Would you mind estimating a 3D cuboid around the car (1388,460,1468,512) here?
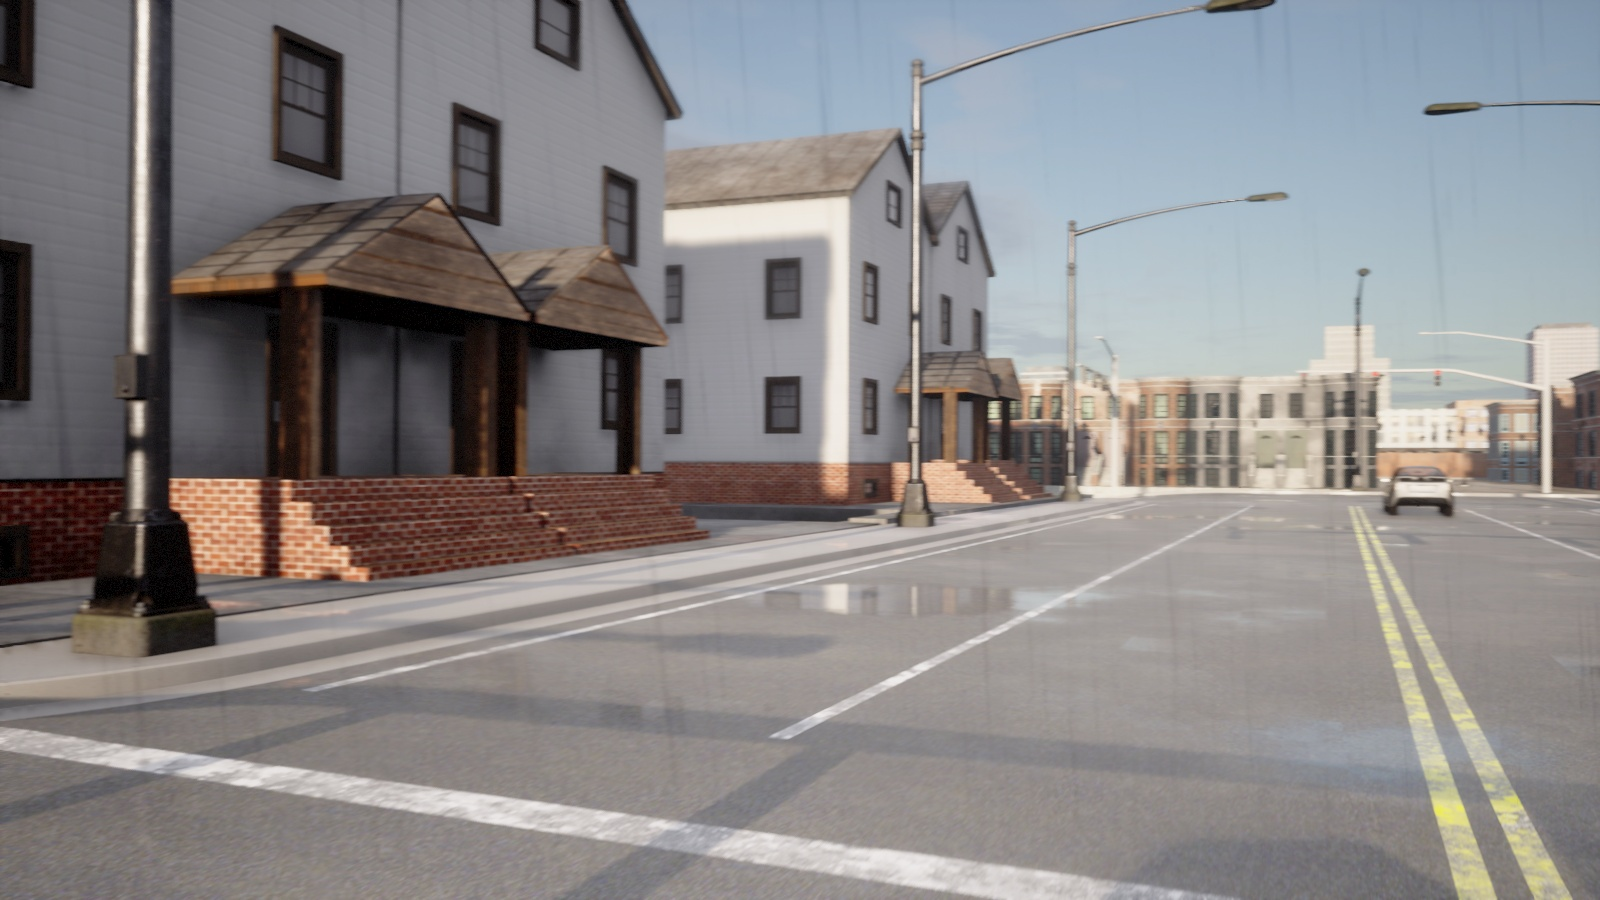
[{"bbox_3d":[19.692,1.079,39.534,2.007,1.525,4.514,0,-1,23],"label":"car"}]
